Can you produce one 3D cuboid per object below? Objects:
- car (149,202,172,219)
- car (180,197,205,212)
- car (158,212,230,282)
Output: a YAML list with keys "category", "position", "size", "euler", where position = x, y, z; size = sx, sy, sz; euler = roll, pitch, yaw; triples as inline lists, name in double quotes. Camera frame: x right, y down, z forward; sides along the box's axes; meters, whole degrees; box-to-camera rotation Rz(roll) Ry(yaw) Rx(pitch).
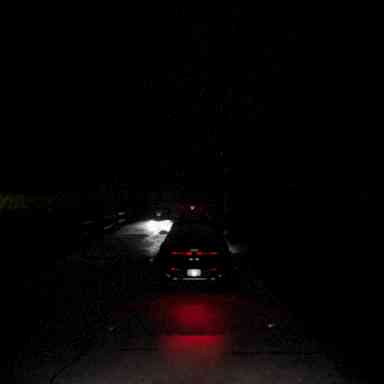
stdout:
- category: "car"
  position: [-2.901, 1.736, 31.405]
  size: [2.128, 1.511, 4.902]
  euler: [0, 0, 0]
- category: "car"
  position: [0.041, 1.462, 30.771]
  size: [2.150, 2.045, 5.566]
  euler: [0, 0, 0]
- category: "car"
  position: [0.061, 1.599, 10.066]
  size: [1.837, 1.490, 4.892]
  euler: [0, 0, 0]
